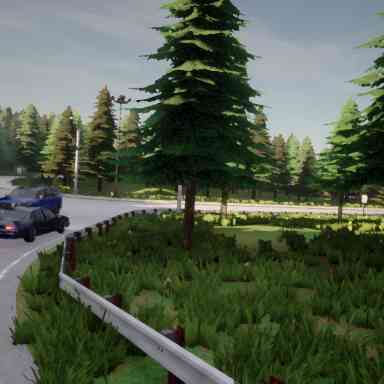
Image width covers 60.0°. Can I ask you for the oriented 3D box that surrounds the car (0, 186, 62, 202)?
[{"bbox_3d":[-10.481,0.665,21.647,2.150,2.045,5.566,4,2,4],"label":"car"}]

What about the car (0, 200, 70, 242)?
[{"bbox_3d":[-7.601,1.372,15.585,2.033,1.411,5.357,4,1,3],"label":"car"}]
